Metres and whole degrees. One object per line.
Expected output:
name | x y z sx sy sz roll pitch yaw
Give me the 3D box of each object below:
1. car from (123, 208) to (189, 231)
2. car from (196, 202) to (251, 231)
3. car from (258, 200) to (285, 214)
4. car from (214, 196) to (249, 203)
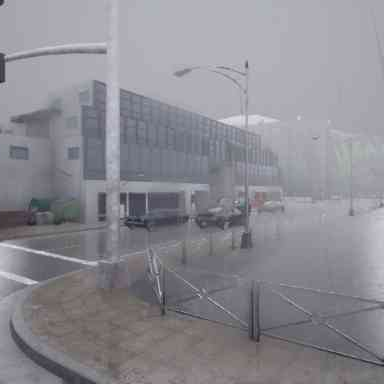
car | -2.303 1.777 22.153 1.895 1.301 4.718 0 0 35
car | 2.164 1.681 22.042 1.837 1.490 4.892 0 0 36
car | 9.201 1.702 38.256 1.812 1.442 4.674 0 0 36
car | 3.427 1.398 30.183 2.150 2.045 5.566 0 0 36
